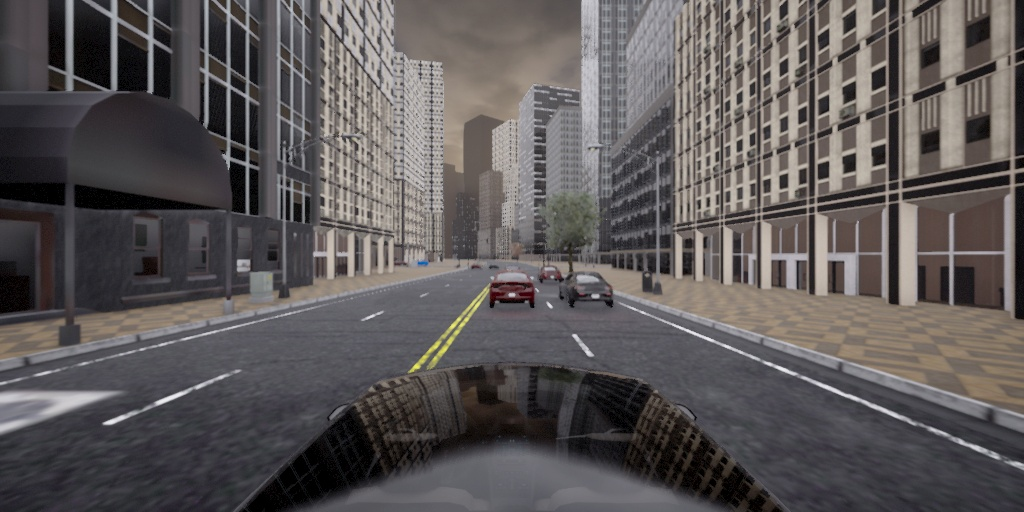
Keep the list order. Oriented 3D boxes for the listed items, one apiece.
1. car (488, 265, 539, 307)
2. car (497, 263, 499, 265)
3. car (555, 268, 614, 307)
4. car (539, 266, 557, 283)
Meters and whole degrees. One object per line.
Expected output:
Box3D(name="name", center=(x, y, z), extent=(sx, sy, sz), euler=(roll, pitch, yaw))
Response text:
Box3D(name="car", center=(0.006, 1.363, 16.324), extent=(1.882, 1.535, 5.008), euler=(0, 0, 0))
Box3D(name="car", center=(0.003, 1.511, 31.138), extent=(2.128, 1.511, 4.902), euler=(0, 0, 0))
Box3D(name="car", center=(3.256, 1.410, 16.224), extent=(1.812, 1.442, 4.674), euler=(0, 0, 0))
Box3D(name="car", center=(3.255, 1.545, 31.230), extent=(1.812, 1.442, 4.674), euler=(0, 0, 0))
